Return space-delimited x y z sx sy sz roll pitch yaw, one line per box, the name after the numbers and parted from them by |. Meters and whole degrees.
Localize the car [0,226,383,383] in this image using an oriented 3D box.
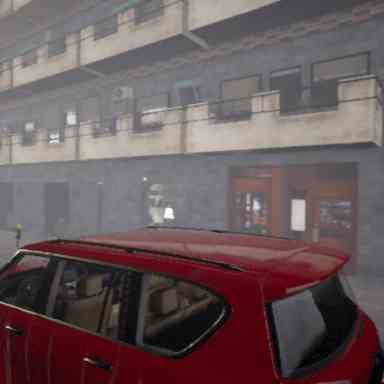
-0.809 1.306 3.436 5.009 1.841 2.192 0 1 36 | car
